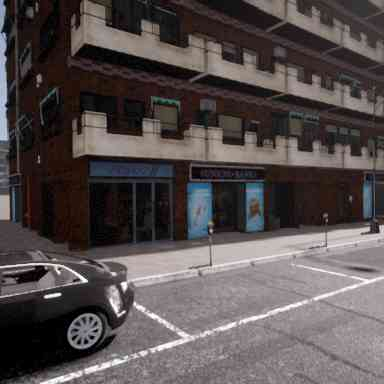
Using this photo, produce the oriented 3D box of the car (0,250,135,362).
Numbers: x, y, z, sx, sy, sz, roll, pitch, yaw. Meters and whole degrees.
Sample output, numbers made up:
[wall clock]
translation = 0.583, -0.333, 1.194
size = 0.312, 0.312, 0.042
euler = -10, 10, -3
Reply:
[car]
translation = -2.944, 1.551, 4.469
size = 4.403, 1.369, 2.008
euler = 0, -1, -36
